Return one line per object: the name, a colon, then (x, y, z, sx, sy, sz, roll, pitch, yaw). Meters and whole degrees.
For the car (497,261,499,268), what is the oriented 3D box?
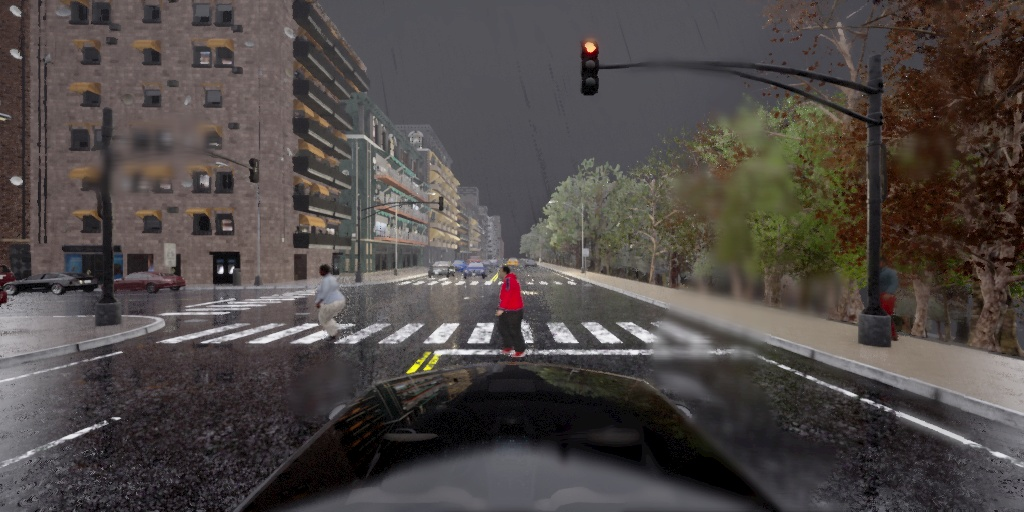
car: (-3.161, 1.289, 59.780, 1.812, 1.442, 4.674, 0, 0, 0)

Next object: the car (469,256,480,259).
car: (-6.402, 0.988, 60.878, 2.150, 2.045, 5.566, 0, 0, 1)

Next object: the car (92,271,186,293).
car: (-22.724, 1.593, 22.218, 4.207, 1.307, 1.802, 0, 0, -1)

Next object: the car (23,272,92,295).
car: (-28.291, 1.647, 22.134, 4.313, 1.339, 1.948, 0, 0, -1)

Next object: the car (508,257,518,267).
car: (0.176, 1.244, 64.521, 1.882, 1.535, 5.008, 0, 0, 0)

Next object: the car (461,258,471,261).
car: (-6.481, 1.233, 42.898, 1.882, 1.535, 5.008, 0, 0, 0)

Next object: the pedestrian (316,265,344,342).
pedestrian: (-4.249, 1.053, 8.339, 0.375, 1.860, 0.375, 0, 0, 0)

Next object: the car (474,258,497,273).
car: (-3.237, 1.302, 42.597, 2.033, 1.411, 5.357, 0, 0, 0)

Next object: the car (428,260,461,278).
car: (-6.513, 1.244, 33.657, 2.128, 1.511, 4.902, 0, 0, 0)

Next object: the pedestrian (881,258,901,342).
pedestrian: (7.984, 0.891, 7.704, 0.375, 1.860, 0.375, 0, 0, 0)

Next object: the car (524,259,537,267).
car: (3.427, 1.331, 64.929, 1.994, 1.385, 4.181, 0, 0, 0)

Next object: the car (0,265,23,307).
car: (-22.627, 1.335, 13.571, 5.009, 1.841, 2.192, 0, 0, -1)

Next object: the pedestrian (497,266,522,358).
pedestrian: (-0.045, 1.044, 7.036, 0.375, 1.860, 0.375, 0, 0, 0)

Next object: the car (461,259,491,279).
car: (-3.254, 1.278, 32.917, 1.812, 1.442, 4.674, 0, 0, 0)
